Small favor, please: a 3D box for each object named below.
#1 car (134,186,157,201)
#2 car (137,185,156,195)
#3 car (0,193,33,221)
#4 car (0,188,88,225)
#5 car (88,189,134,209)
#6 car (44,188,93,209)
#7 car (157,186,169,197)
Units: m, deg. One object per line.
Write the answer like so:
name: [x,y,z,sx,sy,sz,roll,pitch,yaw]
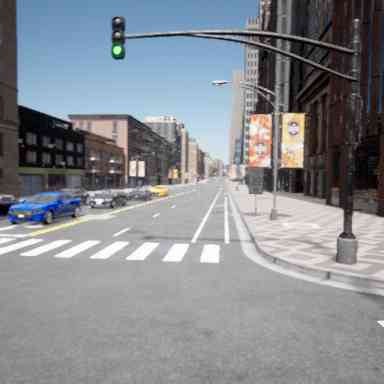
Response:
car: [-5.678,0.255,37.239,1.994,1.385,4.181,1,2,6]
car: [-7.240,-0.297,53.340,1.812,1.442,4.674,1,2,6]
car: [-10.885,0.820,18.015,1.895,1.301,4.718,1,2,6]
car: [-7.636,0.760,17.787,1.882,1.535,5.008,1,2,5]
car: [-6.683,0.488,27.228,2.128,1.511,4.902,1,2,6]
car: [-9.950,0.444,27.273,1.837,1.490,4.892,1,2,6]
car: [-4.582,-0.150,47.611,1.882,1.535,5.008,1,2,6]
